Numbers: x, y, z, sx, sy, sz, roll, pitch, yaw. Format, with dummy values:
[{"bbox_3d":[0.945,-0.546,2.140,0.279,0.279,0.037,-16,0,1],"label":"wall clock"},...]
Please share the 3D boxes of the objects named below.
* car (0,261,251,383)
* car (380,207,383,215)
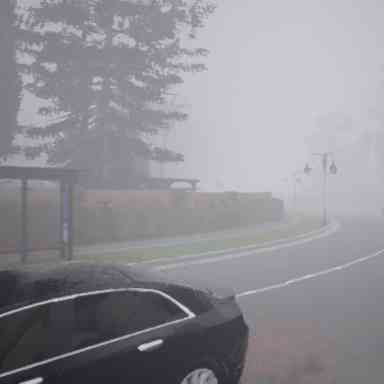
[{"bbox_3d":[-1.605,1.507,2.952,4.892,1.490,1.837,1,0,-37],"label":"car"},{"bbox_3d":[21.573,1.779,34.759,1.994,1.385,4.181,0,0,3],"label":"car"}]
